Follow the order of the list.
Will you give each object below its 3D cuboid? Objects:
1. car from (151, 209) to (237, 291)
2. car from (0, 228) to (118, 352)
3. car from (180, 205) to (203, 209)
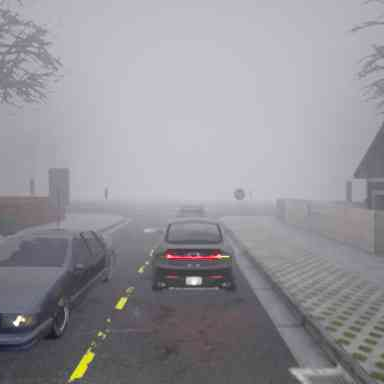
[{"bbox_3d":[0.049,1.431,8.763,1.837,1.490,4.892,0,0,0],"label":"car"},{"bbox_3d":[-2.857,1.490,6.683,2.033,1.411,5.357,0,0,0],"label":"car"},{"bbox_3d":[-0.006,1.413,18.572,1.994,1.385,4.181,0,0,0],"label":"car"}]
